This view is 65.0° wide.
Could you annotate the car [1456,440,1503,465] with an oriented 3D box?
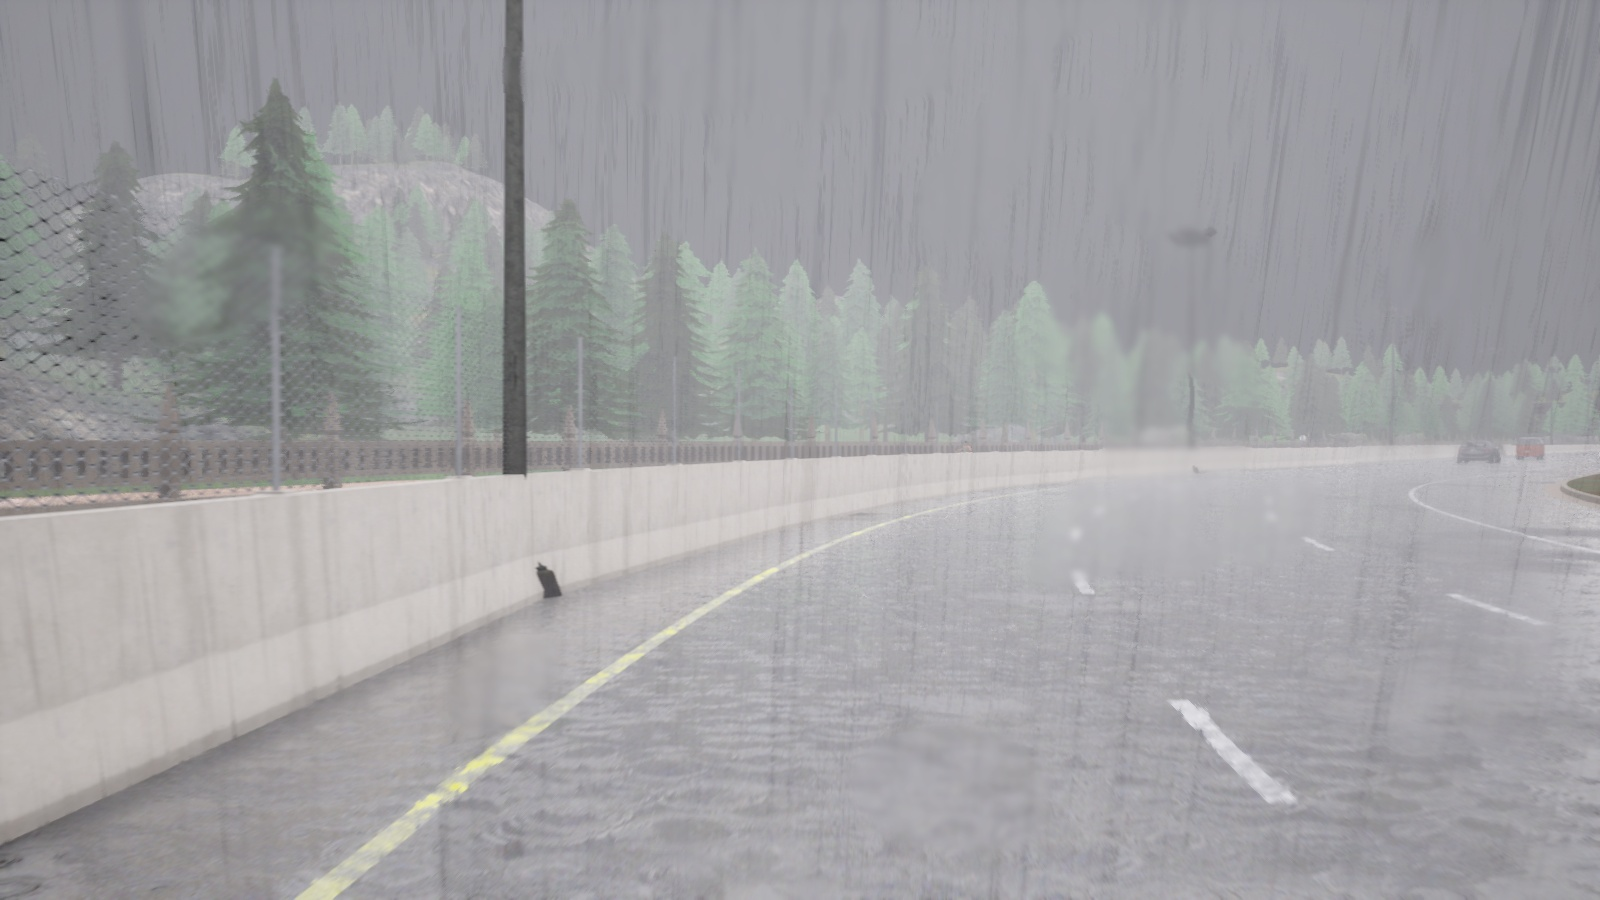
[{"bbox_3d":[47.298,0.164,87.314,2.242,1.667,4.611,0,0,37],"label":"car"}]
